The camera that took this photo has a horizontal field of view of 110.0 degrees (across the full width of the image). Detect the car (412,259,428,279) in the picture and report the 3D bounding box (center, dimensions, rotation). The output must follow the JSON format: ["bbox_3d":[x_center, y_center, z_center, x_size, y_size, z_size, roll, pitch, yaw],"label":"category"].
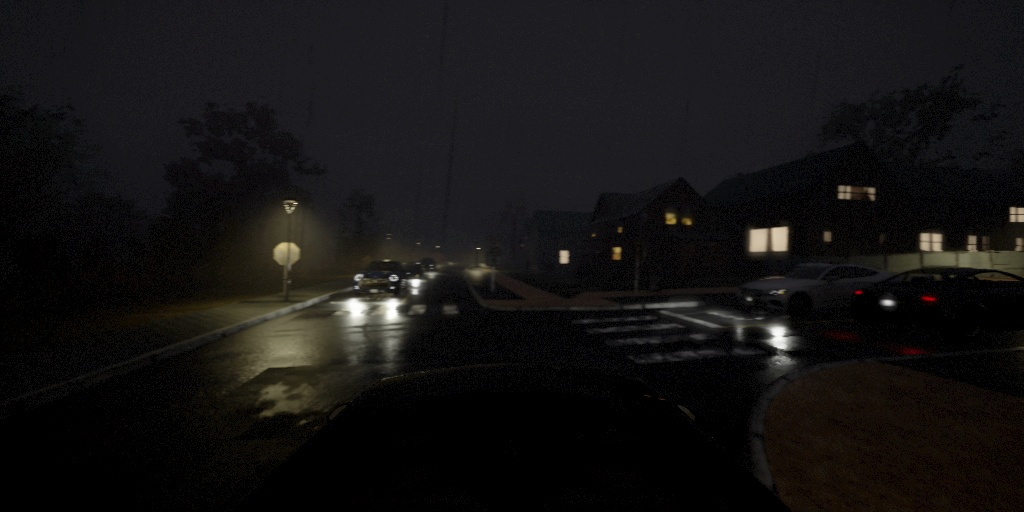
[{"bbox_3d":[-8.684,1.205,30.993,1.994,1.385,4.181,2,0,-9],"label":"car"}]

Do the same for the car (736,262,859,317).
[{"bbox_3d":[9.349,0.926,10.915,4.674,1.442,1.812,-2,0,-7],"label":"car"}]

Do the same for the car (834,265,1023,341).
[{"bbox_3d":[10.217,0.952,8.122,4.181,1.385,1.994,-1,0,-8],"label":"car"}]

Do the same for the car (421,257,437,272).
[{"bbox_3d":[-10.368,0.985,43.659,2.097,1.767,4.553,2,0,-6],"label":"car"}]

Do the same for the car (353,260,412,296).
[{"bbox_3d":[-6.667,1.010,18.627,2.097,1.767,4.553,2,0,-10],"label":"car"}]
